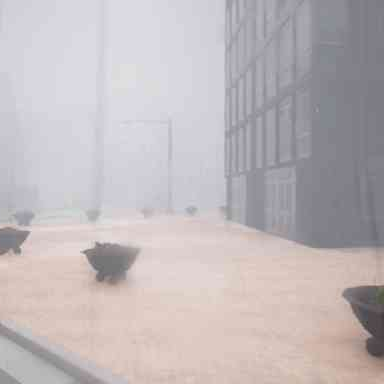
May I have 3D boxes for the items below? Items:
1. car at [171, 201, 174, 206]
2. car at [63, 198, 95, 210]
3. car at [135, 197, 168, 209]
[{"bbox_3d":[-5.567,2.226,64.288,2.128,1.511,4.902,0,-1,38],"label":"car"},{"bbox_3d":[-16.928,1.724,49.732,2.097,1.767,4.553,0,-1,38],"label":"car"},{"bbox_3d":[-7.067,1.800,56.723,2.150,2.045,5.566,0,-1,38],"label":"car"}]
